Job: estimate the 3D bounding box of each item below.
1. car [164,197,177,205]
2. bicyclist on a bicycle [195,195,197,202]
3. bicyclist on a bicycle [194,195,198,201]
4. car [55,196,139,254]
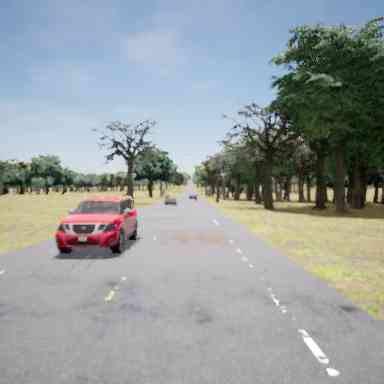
[{"bbox_3d":[-3.534,1.534,55.839,1.994,1.385,4.181,0,0,1],"label":"car"},{"bbox_3d":[0.982,1.460,74.141,0.582,1.620,1.656,0,0,0],"label":"bicyclist on a bicycle"},{"bbox_3d":[0.978,1.472,83.207,0.866,1.612,1.509,0,-1,0],"label":"bicyclist on a bicycle"},{"bbox_3d":[-3.596,1.195,13.697,2.150,2.045,5.566,0,0,0],"label":"car"}]
